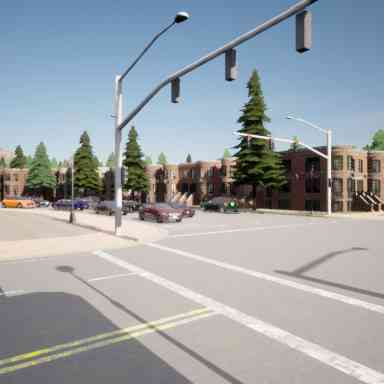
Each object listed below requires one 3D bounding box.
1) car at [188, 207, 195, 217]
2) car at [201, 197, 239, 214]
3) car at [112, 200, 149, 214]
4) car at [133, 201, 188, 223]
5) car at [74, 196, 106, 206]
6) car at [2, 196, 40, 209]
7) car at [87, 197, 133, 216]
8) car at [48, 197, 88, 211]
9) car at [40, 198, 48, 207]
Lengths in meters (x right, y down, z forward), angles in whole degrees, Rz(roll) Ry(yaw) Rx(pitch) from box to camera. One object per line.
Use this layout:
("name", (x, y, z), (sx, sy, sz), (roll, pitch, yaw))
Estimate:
("car", (-1.553, 1.564, 30.084), (1.994, 1.385, 4.181), (0, 0, -37))
("car", (2.937, 1.352, 36.182), (2.097, 1.767, 4.553), (0, 0, -36))
("car", (-6.908, 1.601, 37.017), (1.895, 1.301, 4.718), (0, 0, -41))
("car", (-2.543, 1.526, 25.566), (1.812, 1.442, 4.674), (0, 0, -35))
("car", (-16.522, 1.491, 53.767), (4.902, 1.511, 2.128), (0, 0, 29))
("car", (-23.615, 1.352, 45.436), (4.553, 1.767, 2.097), (0, 0, 25))
("car", (-8.215, 1.547, 33.250), (2.033, 1.411, 5.357), (0, 0, -38))
("car", (-14.898, 1.601, 40.030), (4.718, 1.301, 1.895), (0, 0, 38))
("car", (-23.202, 1.492, 49.116), (4.902, 1.511, 2.128), (0, 0, 23))
